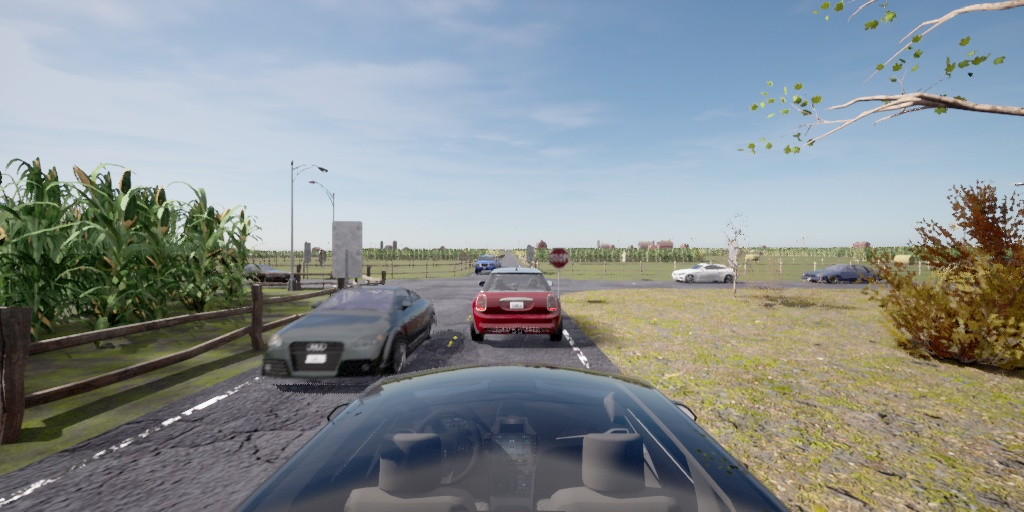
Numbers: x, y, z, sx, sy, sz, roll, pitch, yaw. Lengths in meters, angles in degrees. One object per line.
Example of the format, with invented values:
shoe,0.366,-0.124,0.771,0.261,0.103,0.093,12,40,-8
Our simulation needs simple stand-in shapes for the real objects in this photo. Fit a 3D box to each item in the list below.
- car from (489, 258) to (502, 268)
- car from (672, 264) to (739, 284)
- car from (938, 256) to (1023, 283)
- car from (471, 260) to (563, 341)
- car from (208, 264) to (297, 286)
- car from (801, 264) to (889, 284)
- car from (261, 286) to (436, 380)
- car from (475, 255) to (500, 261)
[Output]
car,-2.739,1.142,61.028,1.837,1.490,4.892,0,0,1
car,14.535,1.294,27.034,4.674,1.442,1.812,0,0,0
car,35.811,1.051,27.043,5.566,2.045,2.150,0,0,1
car,0.109,1.099,9.991,2.097,1.767,4.553,0,0,0
car,-17.365,1.233,24.042,5.357,1.411,2.033,0,0,0
car,25.082,1.347,27.049,5.357,1.411,2.033,0,0,0
car,-2.851,1.312,7.213,1.994,1.385,4.181,0,0,0
car,-2.844,0.924,40.364,2.150,2.045,5.566,0,0,1
